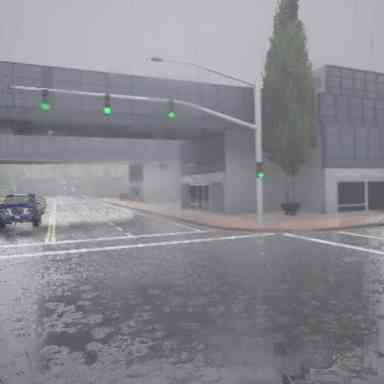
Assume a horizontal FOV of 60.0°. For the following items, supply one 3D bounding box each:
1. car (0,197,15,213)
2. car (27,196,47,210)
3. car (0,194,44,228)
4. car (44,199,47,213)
[{"bbox_3d":[-21.468,1.412,37.716,1.882,1.535,5.008,-2,1,-22],"label":"car"},{"bbox_3d":[-18.929,1.309,40.773,1.882,1.535,5.008,-2,1,-22],"label":"car"},{"bbox_3d":[-11.435,1.148,22.388,2.150,2.045,5.566,-2,1,-22],"label":"car"},{"bbox_3d":[-15.051,1.233,31.257,2.097,1.767,4.553,-2,1,-22],"label":"car"}]
